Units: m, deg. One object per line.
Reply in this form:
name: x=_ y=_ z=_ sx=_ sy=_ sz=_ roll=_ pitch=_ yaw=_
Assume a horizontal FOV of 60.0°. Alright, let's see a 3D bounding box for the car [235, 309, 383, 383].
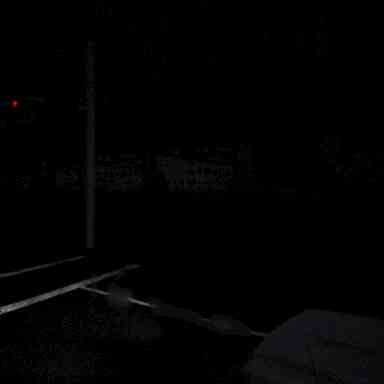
car: x=2.632 y=1.594 z=2.116 sx=4.718 sy=1.301 sz=1.895 roll=0 pitch=0 yaw=35
